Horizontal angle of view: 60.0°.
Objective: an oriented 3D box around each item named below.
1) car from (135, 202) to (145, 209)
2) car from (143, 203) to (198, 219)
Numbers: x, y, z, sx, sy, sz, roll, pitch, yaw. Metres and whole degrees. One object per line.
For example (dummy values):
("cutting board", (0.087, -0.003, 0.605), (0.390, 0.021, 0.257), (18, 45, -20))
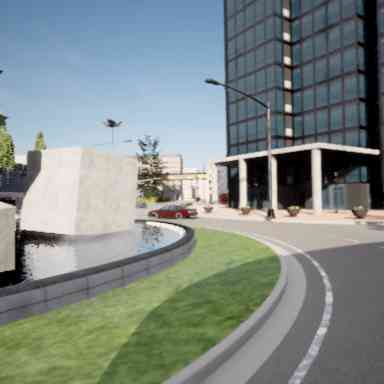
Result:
("car", (-10.165, 2.599, 65.371), (2.033, 1.411, 5.357), (-1, -1, 5))
("car", (-2.015, 2.036, 34.190), (5.357, 1.411, 2.033), (-2, -1, 30))
